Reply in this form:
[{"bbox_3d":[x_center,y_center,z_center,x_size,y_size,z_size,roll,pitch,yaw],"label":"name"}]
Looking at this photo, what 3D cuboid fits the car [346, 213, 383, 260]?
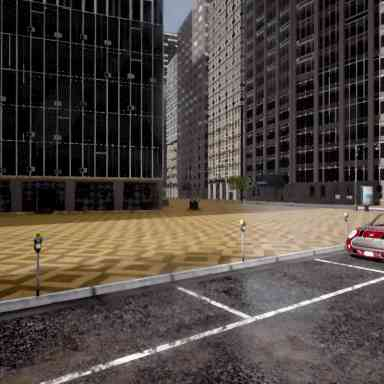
[{"bbox_3d":[7.237,1.438,11.716,4.097,1.590,1.967,0,0,-35],"label":"car"}]
